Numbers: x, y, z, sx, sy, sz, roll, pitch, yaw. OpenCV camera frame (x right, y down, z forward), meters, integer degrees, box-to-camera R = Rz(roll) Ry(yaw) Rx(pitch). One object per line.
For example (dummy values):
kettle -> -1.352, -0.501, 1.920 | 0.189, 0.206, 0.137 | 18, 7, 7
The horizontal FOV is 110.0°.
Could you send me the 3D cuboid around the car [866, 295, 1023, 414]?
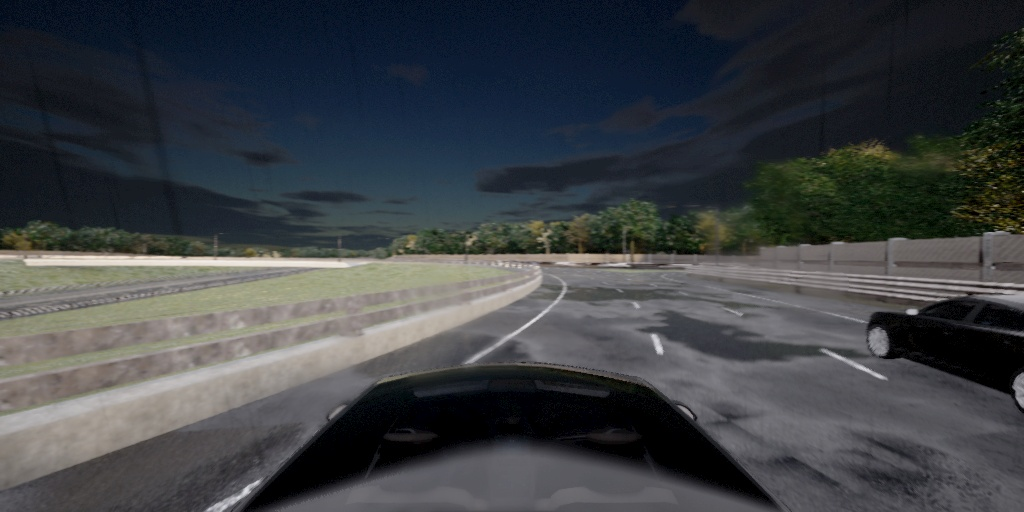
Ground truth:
car -> 7.875, 1.336, 5.536 | 1.882, 1.535, 5.008 | 1, 0, 19
